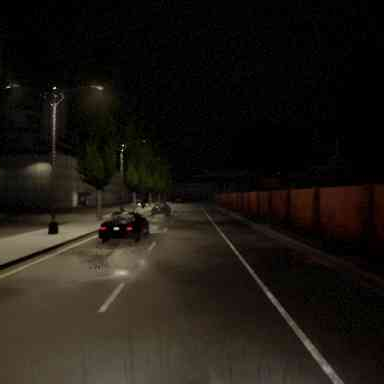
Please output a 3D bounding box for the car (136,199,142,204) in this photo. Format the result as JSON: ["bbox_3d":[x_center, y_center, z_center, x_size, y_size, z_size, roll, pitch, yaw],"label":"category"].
[{"bbox_3d":[-15.013,2.554,92.071,1.895,1.301,4.718,0,-1,0],"label":"car"}]

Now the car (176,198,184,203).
[{"bbox_3d":[-3.513,2.495,95.431,2.128,1.511,4.902,0,-1,0],"label":"car"}]

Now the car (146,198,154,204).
[{"bbox_3d":[-11.513,2.499,92.102,2.033,1.411,5.357,0,-1,0],"label":"car"}]

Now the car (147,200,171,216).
[{"bbox_3d":[-3.405,1.936,37.214,2.033,1.411,5.357,0,-1,0],"label":"car"}]

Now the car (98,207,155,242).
[{"bbox_3d":[-3.403,1.731,17.472,2.033,1.411,5.357,0,-1,0],"label":"car"}]
